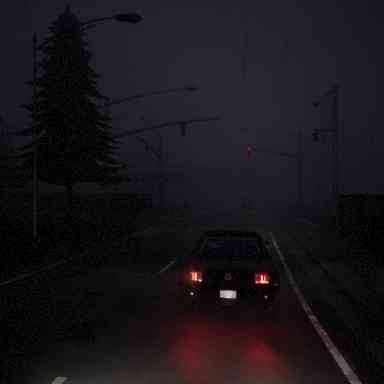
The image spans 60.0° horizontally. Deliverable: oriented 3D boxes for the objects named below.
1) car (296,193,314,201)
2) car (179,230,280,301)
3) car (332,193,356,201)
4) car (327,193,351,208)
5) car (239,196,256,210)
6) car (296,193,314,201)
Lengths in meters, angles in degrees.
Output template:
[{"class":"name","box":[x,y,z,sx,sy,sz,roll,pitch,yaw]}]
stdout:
[{"class":"car","box":[26.063,1.361,76.823,3.806,1.475,1.970,0,0,10]},{"class":"car","box":[0.980,1.601,8.337,1.895,1.301,4.718,0,0,8]},{"class":"car","box":[34.421,1.097,75.395,4.605,1.855,1.932,0,0,10]},{"class":"car","box":[20.193,1.331,43.072,5.027,1.636,2.152,0,0,10]},{"class":"car","box":[7.181,1.352,43.278,2.097,1.767,4.553,0,0,10]},{"class":"car","box":[27.239,1.077,79.992,3.866,1.878,1.905,0,0,10]}]
